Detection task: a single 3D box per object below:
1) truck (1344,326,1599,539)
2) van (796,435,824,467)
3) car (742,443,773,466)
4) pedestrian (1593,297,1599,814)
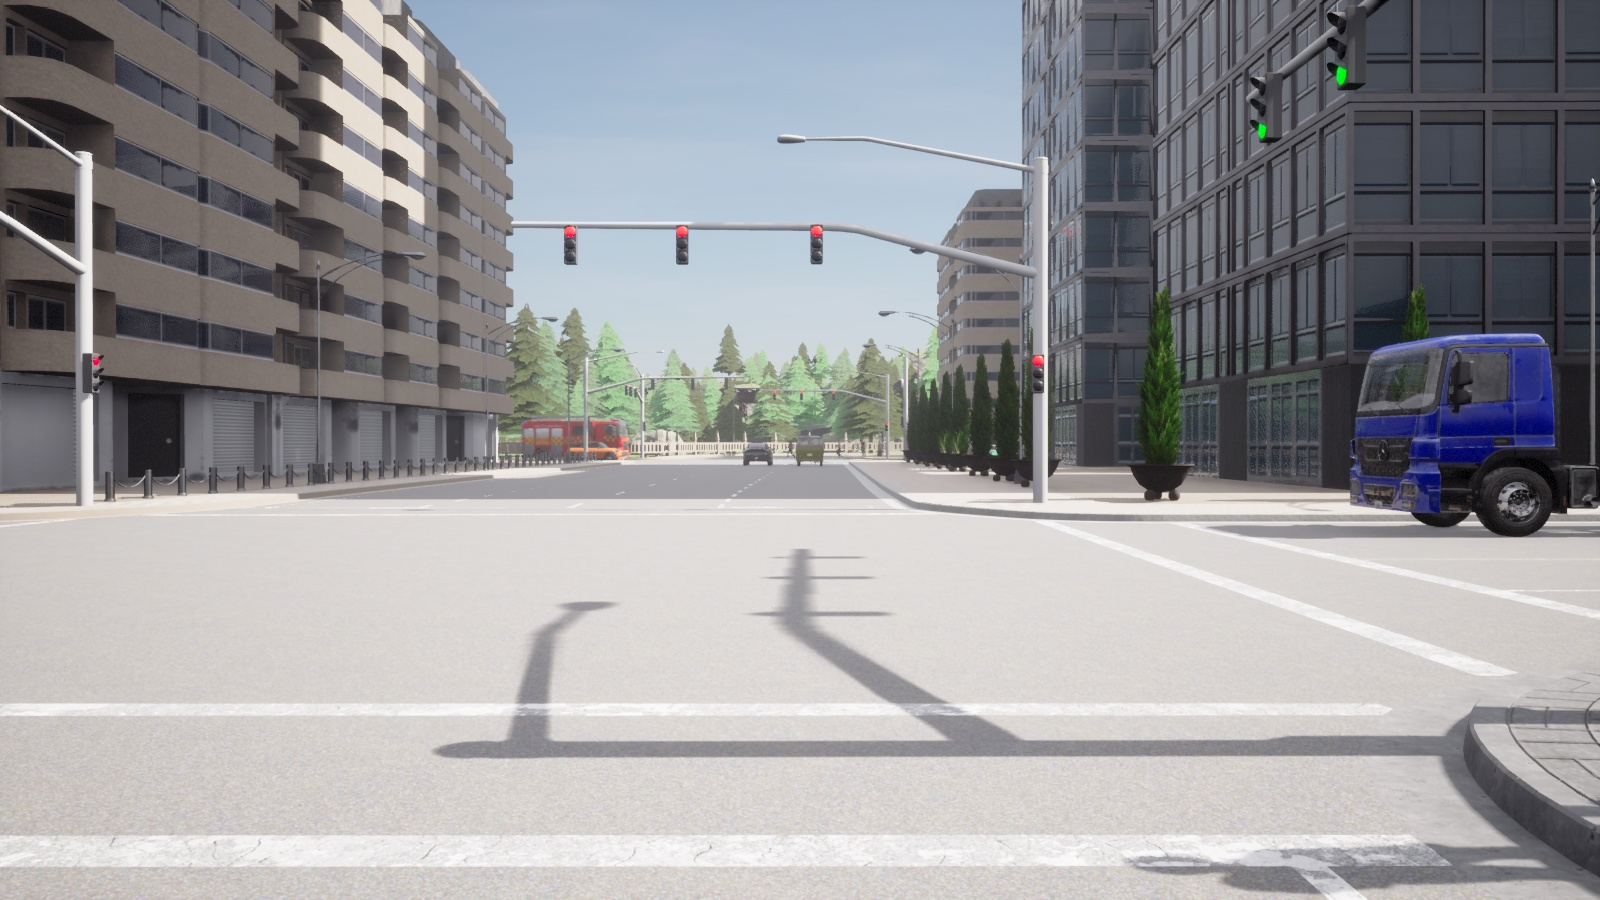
[{"bbox_3d":[14.035,-0.292,21.786,7.936,3.462,2.891,0,0,1],"label":"truck"},{"bbox_3d":[0.655,0.041,81.252,1.775,1.987,4.442,0,0,1],"label":"van"},{"bbox_3d":[-2.794,0.274,84.086,1.837,1.490,4.892,0,0,1],"label":"car"},{"bbox_3d":[3.215,0.375,4.416,0.706,1.836,0.354,0,0,34],"label":"pedestrian"}]
